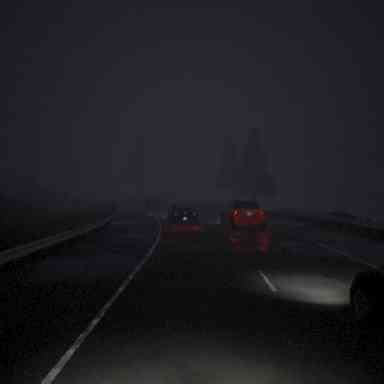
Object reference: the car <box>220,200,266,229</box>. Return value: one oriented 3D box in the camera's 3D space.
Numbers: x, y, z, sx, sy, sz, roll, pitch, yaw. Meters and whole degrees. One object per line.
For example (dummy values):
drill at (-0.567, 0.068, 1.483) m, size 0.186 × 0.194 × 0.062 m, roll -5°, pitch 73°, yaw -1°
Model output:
car at (3.152, 1.301, 21.529) m, size 2.097 × 1.767 × 4.553 m, roll 0°, pitch 0°, yaw -5°

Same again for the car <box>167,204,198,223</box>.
car at (-0.814, 1.537, 25.179) m, size 1.895 × 1.301 × 4.718 m, roll 0°, pitch 0°, yaw -9°

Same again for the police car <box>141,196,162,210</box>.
police car at (-5.072, 1.318, 41.276) m, size 1.930 × 1.638 × 5.238 m, roll 0°, pitch 0°, yaw -19°

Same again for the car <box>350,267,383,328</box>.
car at (3.687, 1.518, 3.967) m, size 1.812 × 1.442 × 4.674 m, roll 0°, pitch 0°, yaw 1°
